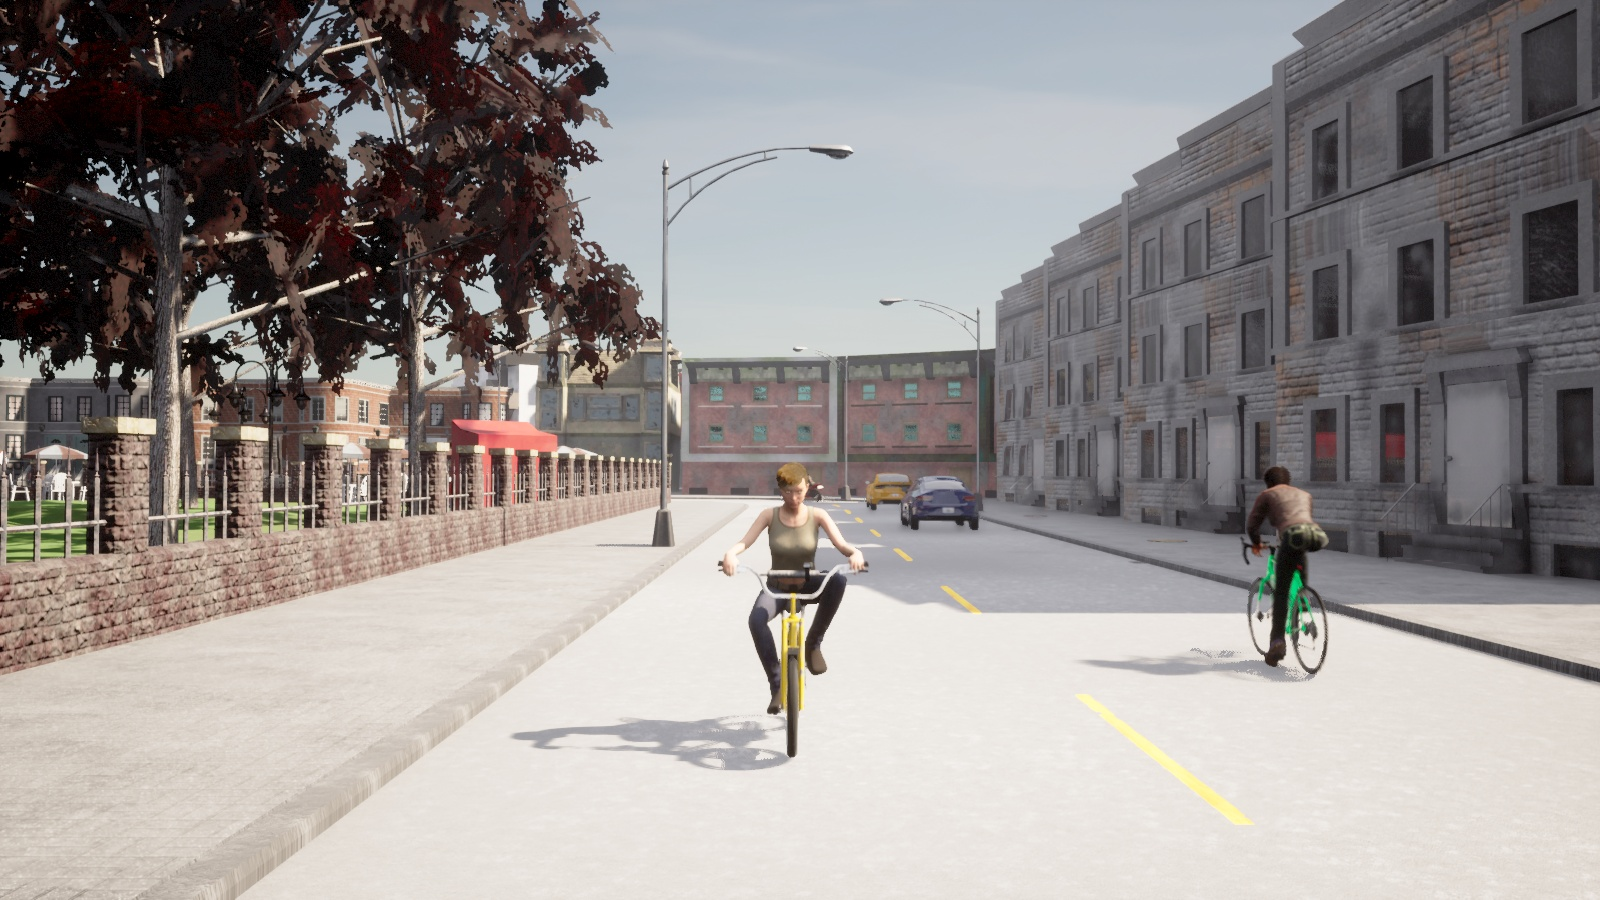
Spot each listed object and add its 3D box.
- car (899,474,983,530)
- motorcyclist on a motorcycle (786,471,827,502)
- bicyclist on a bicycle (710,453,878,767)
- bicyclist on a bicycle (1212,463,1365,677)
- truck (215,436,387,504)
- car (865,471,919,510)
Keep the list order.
[{"bbox_3d":[3.871,1.414,35.161,1.812,1.442,4.674,0,-1,0],"label":"car"},{"bbox_3d":[0.334,1.863,63.635,0.797,1.523,2.044,-2,0,-45],"label":"motorcyclist on a motorcycle"},{"bbox_3d":[-0.034,0.870,7.257,0.866,1.612,1.509,0,-4,0],"label":"bicyclist on a bicycle"},{"bbox_3d":[3.970,0.925,10.337,0.582,1.620,1.656,0,-1,0],"label":"bicyclist on a bicycle"},{"bbox_3d":[-26.305,1.051,66.468,7.936,3.462,2.891,0,-1,0],"label":"truck"},{"bbox_3d":[3.801,1.657,52.532,1.882,1.535,5.008,0,-1,0],"label":"car"}]
